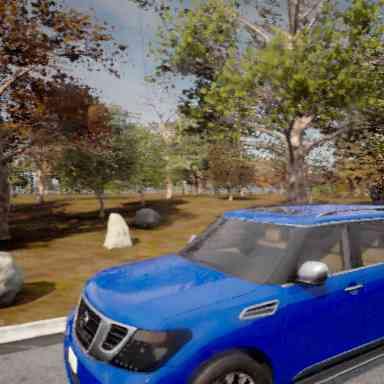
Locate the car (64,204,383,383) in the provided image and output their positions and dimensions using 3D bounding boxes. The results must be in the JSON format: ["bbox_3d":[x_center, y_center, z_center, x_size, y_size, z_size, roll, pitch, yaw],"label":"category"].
[{"bbox_3d":[1.287,1.215,4.482,5.566,2.045,2.150,0,0,-30],"label":"car"}]
